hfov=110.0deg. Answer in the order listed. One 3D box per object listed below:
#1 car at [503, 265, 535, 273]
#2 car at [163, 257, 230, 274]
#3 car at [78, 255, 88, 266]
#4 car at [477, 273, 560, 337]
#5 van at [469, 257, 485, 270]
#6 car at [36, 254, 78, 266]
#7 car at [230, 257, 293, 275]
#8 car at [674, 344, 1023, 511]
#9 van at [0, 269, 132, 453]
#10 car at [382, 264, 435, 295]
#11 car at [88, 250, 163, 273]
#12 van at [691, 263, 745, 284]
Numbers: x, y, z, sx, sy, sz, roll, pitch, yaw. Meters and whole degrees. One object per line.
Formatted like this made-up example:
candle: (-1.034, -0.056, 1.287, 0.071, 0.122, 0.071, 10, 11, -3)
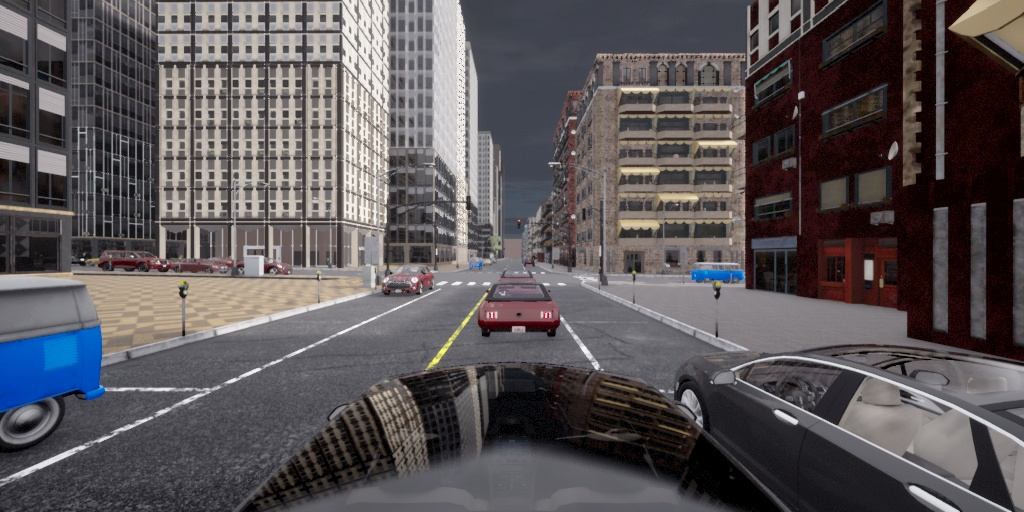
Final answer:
car: (0.247, 1.352, 19.396, 1.895, 1.301, 4.718, 0, 0, 0)
car: (-26.462, 0.856, 30.424, 4.207, 1.307, 1.802, 0, 0, 0)
car: (-43.364, 0.465, 38.922, 4.829, 1.417, 1.751, 0, 0, 0)
car: (0.176, 1.351, 10.226, 1.895, 1.301, 4.718, 0, 0, 1)
van: (-5.233, 1.103, 51.950, 1.690, 1.789, 3.998, 0, 0, 1)
car: (-48.770, 0.398, 38.959, 4.313, 1.339, 1.948, 0, 0, 0)
car: (-20.888, 0.821, 30.386, 4.097, 1.591, 1.967, 0, 0, 0)
car: (2.695, 1.300, 2.455, 2.007, 1.370, 4.403, 0, 0, 1)
van: (-5.685, 1.091, 2.533, 1.690, 1.789, 3.998, 0, 0, 1)
car: (-5.531, 1.191, 19.478, 1.967, 1.591, 4.097, 0, 0, 1)
car: (-32.036, 0.481, 30.463, 5.009, 1.841, 2.192, 0, 0, 0)
van: (17.169, 1.456, 29.987, 3.998, 1.789, 1.690, 0, 0, 0)
